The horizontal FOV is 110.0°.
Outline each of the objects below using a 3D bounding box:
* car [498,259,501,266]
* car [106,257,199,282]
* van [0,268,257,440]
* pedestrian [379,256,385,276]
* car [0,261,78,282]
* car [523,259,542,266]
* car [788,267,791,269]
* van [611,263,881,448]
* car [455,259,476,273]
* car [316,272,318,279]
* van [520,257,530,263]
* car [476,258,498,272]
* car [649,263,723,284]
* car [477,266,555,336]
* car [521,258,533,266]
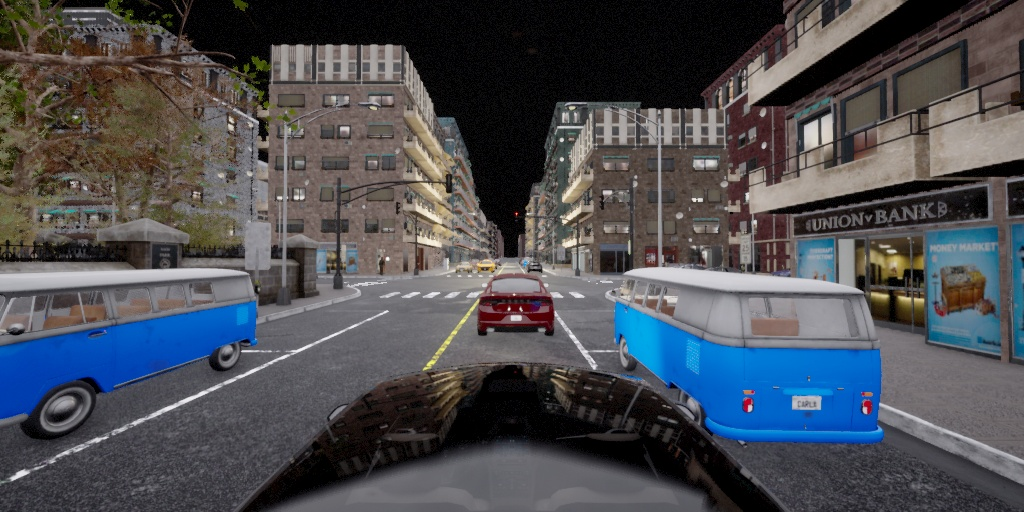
[{"bbox_3d":[-3.106,1.318,54.375,2.033,1.411,5.357,0,0,0],"label":"car"},{"bbox_3d":[-25.836,0.950,25.897,4.553,1.767,2.097,0,-1,1],"label":"car"},{"bbox_3d":[-5.657,1.092,5.095,1.690,1.789,3.998,0,0,0],"label":"van"},{"bbox_3d":[-12.545,0.969,34.480,0.375,1.860,0.375,0,-1,1],"label":"pedestrian"},{"bbox_3d":[-35.363,1.095,26.014,5.357,1.411,2.033,0,-1,1],"label":"car"},{"bbox_3d":[2.684,1.331,43.041,1.948,1.339,4.313,0,0,0],"label":"car"},{"bbox_3d":[23.118,1.452,28.528,4.674,1.442,1.812,0,-1,1],"label":"car"},{"bbox_3d":[2.658,1.092,5.095,1.690,1.789,3.998,0,0,0],"label":"van"},{"bbox_3d":[-5.697,1.291,42.869,1.751,1.417,4.829,0,0,0],"label":"car"},{"bbox_3d":[-16.609,1.140,25.786,4.902,1.511,2.128,0,-1,1],"label":"car"},{"bbox_3d":[2.681,1.114,59.968,1.690,1.789,3.998,0,0,0],"label":"van"},{"bbox_3d":[-3.109,1.244,43.732,1.882,1.535,5.008,0,0,0],"label":"car"},{"bbox_3d":[13.791,1.365,28.638,4.902,1.511,2.128,0,-1,1],"label":"car"},{"bbox_3d":[0.096,1.231,10.456,1.882,1.535,5.008,0,0,0],"label":"car"},{"bbox_3d":[2.683,1.319,48.684,2.007,1.370,4.403,0,0,0],"label":"car"}]
